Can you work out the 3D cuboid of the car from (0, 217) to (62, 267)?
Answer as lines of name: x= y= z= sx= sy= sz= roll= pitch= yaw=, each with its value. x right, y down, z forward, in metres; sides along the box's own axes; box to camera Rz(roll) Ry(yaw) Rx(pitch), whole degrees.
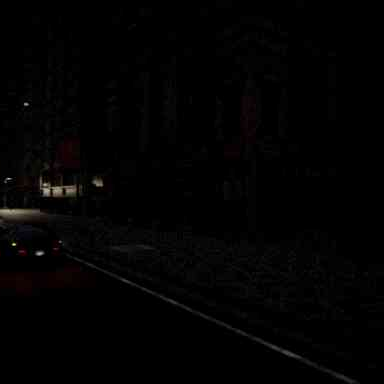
car: x=-6.442 y=1.898 z=12.998 sx=1.812 sy=1.442 sz=4.674 roll=2 pitch=-2 yaw=-36
